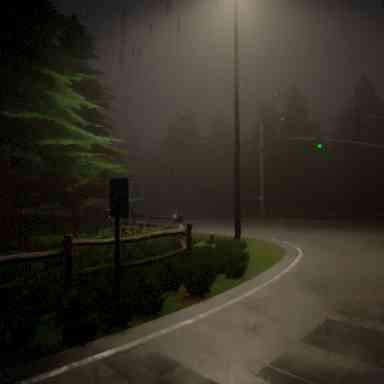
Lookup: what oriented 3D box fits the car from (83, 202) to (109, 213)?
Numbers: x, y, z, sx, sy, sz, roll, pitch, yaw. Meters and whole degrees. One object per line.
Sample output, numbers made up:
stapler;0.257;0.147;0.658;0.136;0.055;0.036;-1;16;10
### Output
car;-7.388;1.527;28.245;4.553;1.767;2.097;-1;0;43
